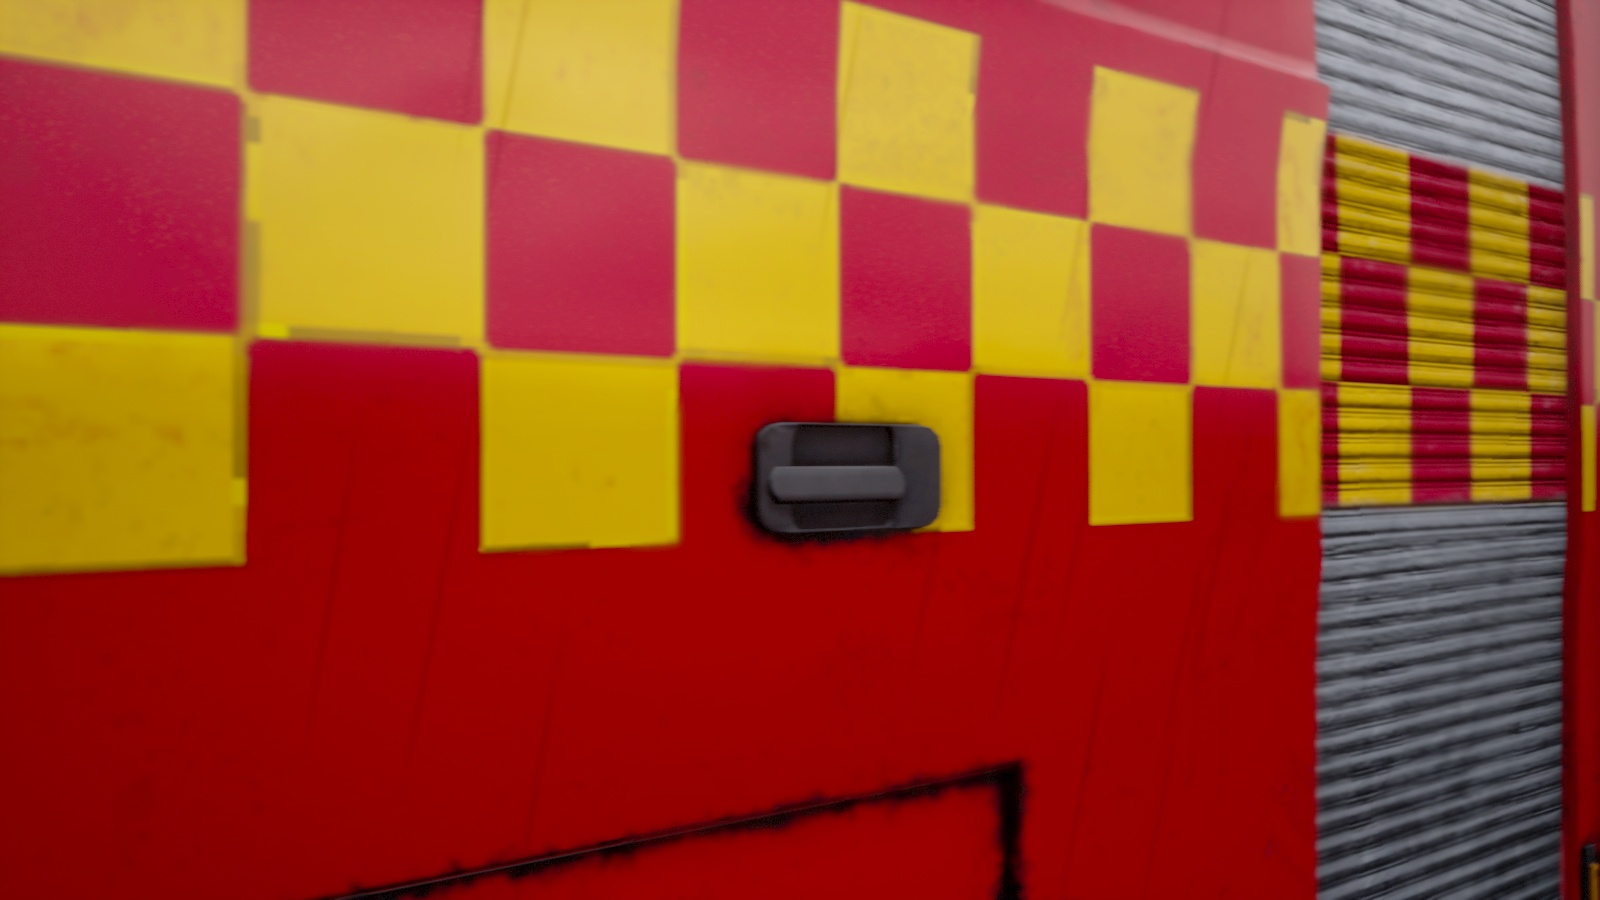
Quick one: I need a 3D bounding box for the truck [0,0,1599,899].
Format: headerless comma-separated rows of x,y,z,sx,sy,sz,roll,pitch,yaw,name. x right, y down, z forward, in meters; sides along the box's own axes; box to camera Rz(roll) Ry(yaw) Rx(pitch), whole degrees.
-0.834,-0.412,2.600,8.468,3.827,2.891,0,0,-35,truck
